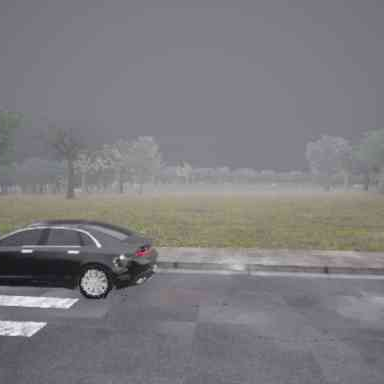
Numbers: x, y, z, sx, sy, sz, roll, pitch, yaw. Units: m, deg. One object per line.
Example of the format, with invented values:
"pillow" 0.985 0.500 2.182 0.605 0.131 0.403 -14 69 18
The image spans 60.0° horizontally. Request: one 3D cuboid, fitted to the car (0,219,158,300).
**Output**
"car" -3.231 1.391 7.650 4.892 1.490 1.837 1 2 6
